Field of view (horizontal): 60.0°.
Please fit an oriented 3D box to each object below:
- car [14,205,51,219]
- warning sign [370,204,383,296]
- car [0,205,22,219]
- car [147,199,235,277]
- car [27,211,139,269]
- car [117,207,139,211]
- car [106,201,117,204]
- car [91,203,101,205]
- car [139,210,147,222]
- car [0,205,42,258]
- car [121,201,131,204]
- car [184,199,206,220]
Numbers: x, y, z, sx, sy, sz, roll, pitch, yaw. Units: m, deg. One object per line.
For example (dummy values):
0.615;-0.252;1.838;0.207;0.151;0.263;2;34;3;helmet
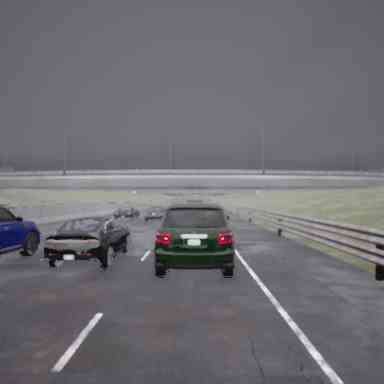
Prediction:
-17.318;2.179;36.366;1.994;1.385;4.181;0;-1;2;car
4.551;1.190;6.767;1.300;1.860;1.060;0;-1;0;warning sign
-20.815;2.182;36.515;1.994;1.385;4.181;0;-1;2;car
0.081;1.352;10.804;2.150;2.045;5.566;0;-1;1;car
-3.417;1.634;11.668;2.128;1.511;4.902;0;-1;0;car
-6.677;2.181;34.704;1.895;1.301;4.718;0;-1;2;car
-18.911;2.989;77.970;2.097;1.767;4.553;0;-2;3;car
-22.447;3.175;77.262;1.812;1.442;4.674;0;-2;3;car
-3.265;2.052;31.444;2.033;1.411;5.357;0;-1;2;car
-6.922;1.348;10.453;2.150;2.045;5.566;0;0;0;car
-15.414;2.988;77.811;2.097;1.767;4.553;0;-2;3;car
0.341;1.817;35.287;2.150;2.045;5.566;0;-1;2;car
